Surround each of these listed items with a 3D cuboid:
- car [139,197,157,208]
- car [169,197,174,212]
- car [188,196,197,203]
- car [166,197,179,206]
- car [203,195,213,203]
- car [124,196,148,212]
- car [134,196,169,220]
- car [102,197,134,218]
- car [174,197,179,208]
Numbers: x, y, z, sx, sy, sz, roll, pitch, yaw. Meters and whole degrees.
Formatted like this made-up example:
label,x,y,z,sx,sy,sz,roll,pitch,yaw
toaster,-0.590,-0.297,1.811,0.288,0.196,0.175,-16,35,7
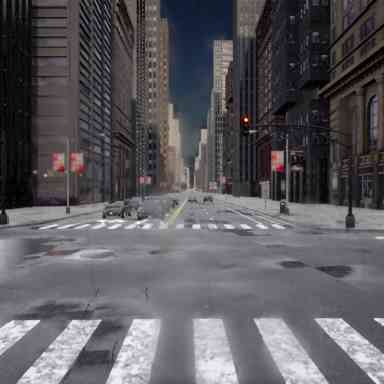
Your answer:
label,x,y,z,sx,sy,sz,roll,pitch,yaw
car,-6.590,1.514,50.041,2.033,1.411,5.357,0,0,0
car,-3.352,1.505,36.473,1.812,1.442,4.674,0,0,0
car,0.098,1.474,69.828,2.033,1.411,5.357,0,0,0
car,-3.315,1.557,56.513,1.895,1.301,4.718,0,0,0
car,3.348,1.431,69.917,1.837,1.490,4.892,0,0,0
car,-6.598,1.329,39.744,2.097,1.767,4.553,0,0,0
car,-3.291,1.339,27.689,2.097,1.767,4.553,0,0,-2
car,-6.601,1.490,29.590,1.837,1.490,4.892,0,0,0
car,-3.340,1.534,46.496,1.994,1.385,4.181,0,0,0
